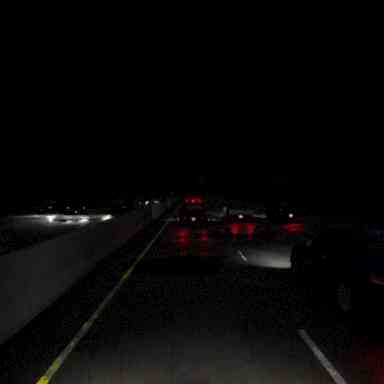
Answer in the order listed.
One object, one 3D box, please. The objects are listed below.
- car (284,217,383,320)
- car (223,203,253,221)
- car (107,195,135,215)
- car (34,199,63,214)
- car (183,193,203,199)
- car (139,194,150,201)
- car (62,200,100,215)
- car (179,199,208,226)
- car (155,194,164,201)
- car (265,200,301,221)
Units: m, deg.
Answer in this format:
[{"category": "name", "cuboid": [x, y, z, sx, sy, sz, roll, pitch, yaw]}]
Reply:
[{"category": "car", "cuboid": [3.600, 1.506, 7.155, 1.812, 1.442, 4.674, 0, 0, 0]}, {"category": "car", "cuboid": [3.599, 1.526, 26.735, 1.895, 1.301, 4.718, 0, 0, 0]}, {"category": "car", "cuboid": [-7.097, 1.385, 33.399, 1.882, 1.535, 5.008, 0, 0, 0]}, {"category": "car", "cuboid": [-14.097, 1.432, 33.433, 1.812, 1.442, 4.674, 0, 0, 0]}, {"category": "car", "cuboid": [0.114, 1.112, 41.035, 2.150, 2.045, 5.566, 0, 0, 0]}, {"category": "car", "cuboid": [-10.501, 1.287, 73.722, 1.837, 1.490, 4.892, 0, 0, 0]}, {"category": "car", "cuboid": [-10.598, 1.510, 32.581, 1.895, 1.301, 4.718, 0, 0, 0]}, {"category": "car", "cuboid": [0.088, 1.462, 22.564, 1.812, 1.442, 4.674, 0, 0, 0]}, {"category": "car", "cuboid": [-7.001, 1.245, 74.336, 1.994, 1.385, 4.181, 0, 0, 0]}, {"category": "car", "cuboid": [7.101, 1.432, 26.280, 1.837, 1.490, 4.892, 0, 0, 0]}]
